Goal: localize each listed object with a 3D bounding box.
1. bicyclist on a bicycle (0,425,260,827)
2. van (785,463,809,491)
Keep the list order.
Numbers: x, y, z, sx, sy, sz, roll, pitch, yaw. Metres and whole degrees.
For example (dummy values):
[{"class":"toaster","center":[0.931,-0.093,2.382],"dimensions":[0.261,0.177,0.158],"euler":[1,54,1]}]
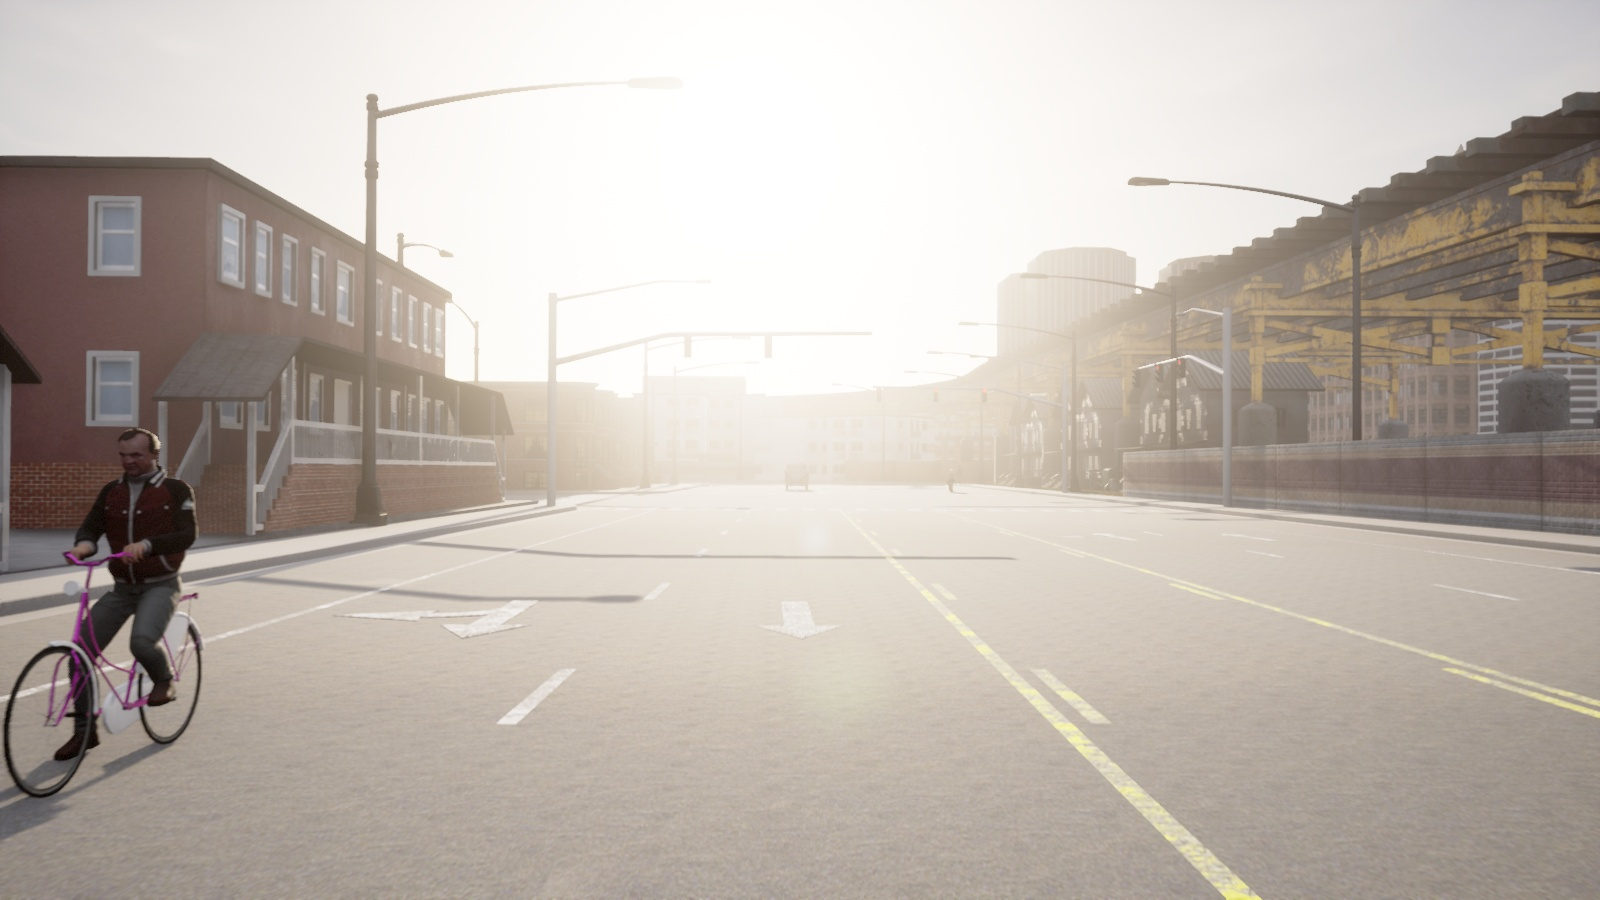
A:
[{"class":"bicyclist on a bicycle","center":[-3.515,0.795,6.487],"dimensions":[0.659,1.776,1.843],"euler":[0,-1,0]},{"class":"van","center":[-0.214,1.972,92.972],"dimensions":[1.775,1.987,4.442],"euler":[0,-1,0]}]
